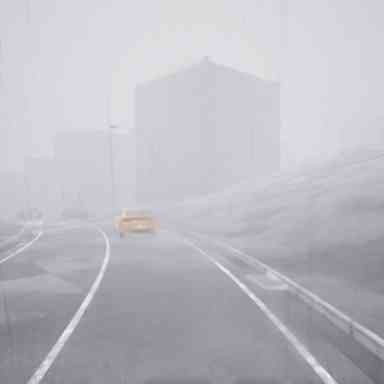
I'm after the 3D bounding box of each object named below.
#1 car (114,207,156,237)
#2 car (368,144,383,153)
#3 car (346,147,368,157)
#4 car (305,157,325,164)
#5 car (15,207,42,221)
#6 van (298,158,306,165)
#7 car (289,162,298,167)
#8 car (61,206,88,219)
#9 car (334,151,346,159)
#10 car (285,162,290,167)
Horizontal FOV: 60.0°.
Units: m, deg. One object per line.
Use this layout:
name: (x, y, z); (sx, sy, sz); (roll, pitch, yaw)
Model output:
car: (-3.410, 1.632, 19.243); (1.882, 1.535, 5.008); (-1, -1, -18)
car: (22.714, -4.855, 38.125); (2.002, 1.452, 4.674); (0, 1, 1)
car: (22.777, -5.157, 43.796); (2.185, 1.767, 4.553); (0, 1, 1)
car: (22.963, -5.405, 60.331); (2.231, 1.521, 4.892); (0, 1, 1)
car: (-18.849, 2.463, 38.301); (2.128, 1.511, 4.902); (-2, -1, -43)
van: (23.023, -5.745, 65.722); (1.878, 1.987, 4.442); (0, 1, 1)
car: (23.088, -5.592, 71.369); (2.002, 1.452, 4.674); (0, 1, 1)
car: (-13.186, 2.263, 37.251); (1.994, 1.385, 4.181); (-2, -1, -37)
car: (22.839, -5.286, 49.314); (2.185, 1.767, 4.553); (0, 1, 1)
car: (23.148, -5.988, 76.850); (2.435, 2.045, 5.566); (0, 1, 1)
